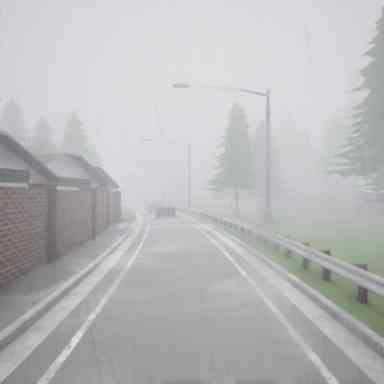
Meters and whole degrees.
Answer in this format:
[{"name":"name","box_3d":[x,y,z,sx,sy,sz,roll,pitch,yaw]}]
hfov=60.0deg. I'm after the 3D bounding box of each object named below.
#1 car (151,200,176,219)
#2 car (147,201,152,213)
[{"name":"car","box_3d":[-2.809,1.887,34.170,1.882,1.535,5.008,0,-1,-10]},{"name":"car","box_3d":[-4.958,1.897,45.502,2.097,1.767,4.553,0,-1,-13]}]
